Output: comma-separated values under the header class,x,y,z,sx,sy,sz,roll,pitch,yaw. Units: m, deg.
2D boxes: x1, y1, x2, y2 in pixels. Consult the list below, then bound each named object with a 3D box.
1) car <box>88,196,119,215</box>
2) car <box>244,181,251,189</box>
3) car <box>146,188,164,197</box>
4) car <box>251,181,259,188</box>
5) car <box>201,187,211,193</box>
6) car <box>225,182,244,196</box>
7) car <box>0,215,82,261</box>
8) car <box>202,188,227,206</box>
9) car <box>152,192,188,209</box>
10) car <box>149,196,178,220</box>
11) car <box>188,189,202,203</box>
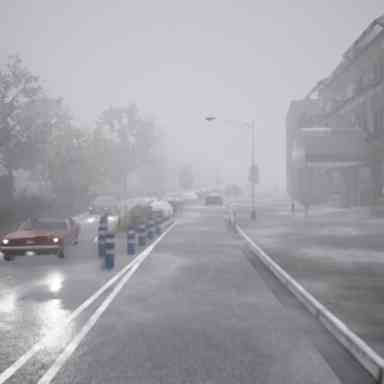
class,x,y,z,sx,sy,sz,roll,pitch,yaw
car,-7.488,1.118,28.470,1.837,1.490,4.892,0,2,-3
car,12.139,-1.292,81.516,2.231,1.521,4.892,-3,2,26
car,-6.055,0.073,54.539,1.895,1.301,4.718,0,3,10
car,14.665,-1.810,86.523,2.435,2.045,5.566,-3,2,28
car,0.953,0.335,49.865,2.097,1.535,5.008,0,3,14
car,7.395,-0.470,59.270,2.150,2.045,5.566,0,3,17
car,-5.377,1.568,12.381,1.895,1.301,4.718,0,0,-11
car,2.798,0.739,40.315,1.882,1.535,5.008,0,3,10
car,-2.099,1.104,33.399,2.097,1.535,5.008,1,3,9
car,-2.609,1.446,27.286,2.002,1.452,4.674,-2,2,4
car,-0.370,0.670,43.782,2.002,1.452,4.674,-1,2,12
